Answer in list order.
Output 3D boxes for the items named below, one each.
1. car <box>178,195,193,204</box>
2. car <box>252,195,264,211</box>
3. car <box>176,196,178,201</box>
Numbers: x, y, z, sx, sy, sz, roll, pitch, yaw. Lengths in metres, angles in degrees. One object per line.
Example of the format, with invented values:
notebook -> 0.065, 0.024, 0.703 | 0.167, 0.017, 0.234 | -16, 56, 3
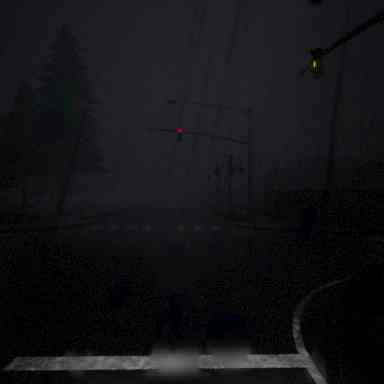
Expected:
car -> -0.909, 1.518, 60.877 | 2.033, 1.411, 5.357 | 0, 0, -7
car -> 8.866, 1.144, 36.257 | 4.605, 1.855, 1.932 | 0, 0, -1
car -> -2.202, 1.327, 71.061 | 1.812, 1.442, 4.674 | 0, 0, -13
